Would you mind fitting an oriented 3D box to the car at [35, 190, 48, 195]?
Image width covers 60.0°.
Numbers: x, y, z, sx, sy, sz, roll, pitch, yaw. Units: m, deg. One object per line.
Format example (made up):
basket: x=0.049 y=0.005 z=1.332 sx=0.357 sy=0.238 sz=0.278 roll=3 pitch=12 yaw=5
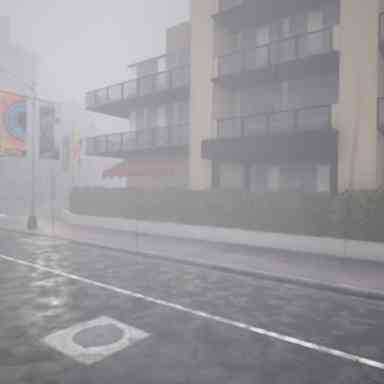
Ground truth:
car: x=-34.638 y=0.374 z=73.193 sx=4.892 sy=1.521 sz=2.231 roll=1 pitch=1 yaw=37
